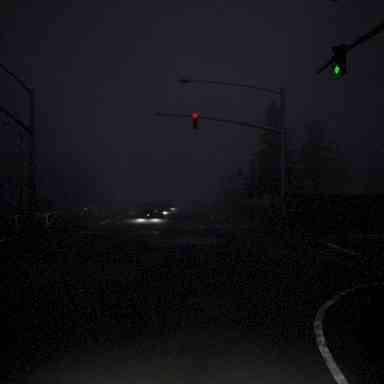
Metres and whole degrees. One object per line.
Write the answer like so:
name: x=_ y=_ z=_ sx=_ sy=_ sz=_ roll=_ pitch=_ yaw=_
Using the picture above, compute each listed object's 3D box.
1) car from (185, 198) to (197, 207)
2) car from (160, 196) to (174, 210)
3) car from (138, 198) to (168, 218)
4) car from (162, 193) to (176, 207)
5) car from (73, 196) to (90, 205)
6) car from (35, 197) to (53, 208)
car: x=-0.137 y=1.601 z=51.214 sx=1.895 sy=1.301 sz=4.718 roll=0 pitch=0 yaw=0
car: x=-3.703 y=1.547 z=40.666 sx=2.033 sy=1.411 sz=5.357 roll=0 pitch=0 yaw=0
car: x=-3.682 y=1.547 z=30.561 sx=2.033 sy=1.411 sz=5.357 roll=0 pitch=0 yaw=0
car: x=-3.678 y=1.221 z=51.019 sx=2.150 sy=2.045 sz=5.566 roll=0 pitch=0 yaw=-2
car: x=-17.597 y=1.374 z=52.990 sx=1.845 sy=1.501 sz=3.633 roll=0 pitch=0 yaw=0
car: x=-20.631 y=1.384 z=45.590 sx=1.970 sy=1.475 sz=3.806 roll=0 pitch=0 yaw=0
